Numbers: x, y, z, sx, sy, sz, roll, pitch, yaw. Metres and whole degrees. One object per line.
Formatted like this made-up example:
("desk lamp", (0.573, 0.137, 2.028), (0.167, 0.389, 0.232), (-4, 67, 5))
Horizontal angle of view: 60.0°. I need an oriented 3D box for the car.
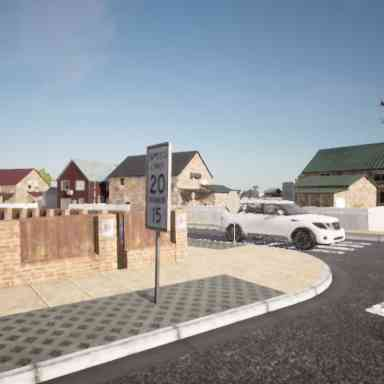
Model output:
("car", (3.783, 1.363, 15.023), (5.566, 2.045, 2.150), (-1, -2, 43))
